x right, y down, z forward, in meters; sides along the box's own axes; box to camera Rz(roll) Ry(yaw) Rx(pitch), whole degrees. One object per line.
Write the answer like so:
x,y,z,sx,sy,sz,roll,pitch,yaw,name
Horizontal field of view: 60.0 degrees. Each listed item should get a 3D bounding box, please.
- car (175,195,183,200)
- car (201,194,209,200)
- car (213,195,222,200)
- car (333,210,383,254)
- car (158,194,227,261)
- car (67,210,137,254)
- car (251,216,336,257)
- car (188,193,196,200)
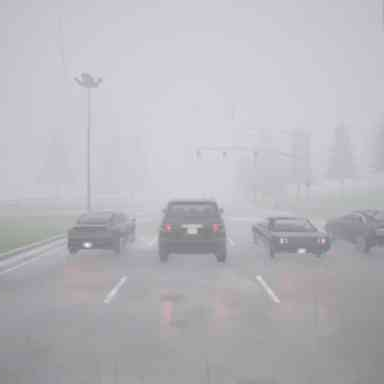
-3.506,1.468,91.037,2.033,1.411,5.357,0,0,0,car
3.494,1.453,91.038,2.128,1.511,4.902,0,0,0,car
6.994,1.479,91.421,1.994,1.385,4.181,0,0,0,car
7.042,1.482,13.481,2.128,1.511,4.902,0,0,0,car
0.032,1.214,12.322,2.150,2.045,5.566,0,0,0,car
-3.457,1.497,13.506,1.837,1.490,4.892,0,0,0,car
3.538,1.592,12.868,1.895,1.301,4.718,0,0,0,car
-0.006,1.283,91.424,2.097,1.767,4.553,0,0,0,car
